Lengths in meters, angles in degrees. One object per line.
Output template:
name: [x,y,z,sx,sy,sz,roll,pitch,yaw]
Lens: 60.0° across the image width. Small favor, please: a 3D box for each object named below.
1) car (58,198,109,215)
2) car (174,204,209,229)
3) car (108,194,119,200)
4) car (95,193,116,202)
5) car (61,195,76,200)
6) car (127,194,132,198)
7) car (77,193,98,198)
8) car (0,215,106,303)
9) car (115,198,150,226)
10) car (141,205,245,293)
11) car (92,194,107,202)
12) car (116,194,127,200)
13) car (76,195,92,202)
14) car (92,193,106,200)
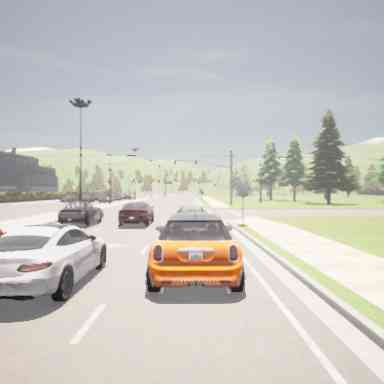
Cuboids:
car: [-7.198,1.416,21.848,2.128,1.511,4.902,0,0,-2]
car: [0.087,1.523,22.248,1.895,1.301,4.718,0,0,5]
car: [-19.829,1.229,84.265,1.812,1.442,4.674,0,0,0]
car: [-16.319,1.381,63.157,1.895,1.301,4.718,0,0,0]
car: [-23.318,1.306,63.121,1.812,1.442,4.674,0,0,0]
car: [-16.329,1.258,83.939,1.994,1.385,4.181,0,0,0]
car: [-19.818,1.345,62.880,1.994,1.385,4.181,0,0,0]
car: [-3.433,1.498,8.013,1.812,1.442,4.674,0,0,0]
car: [-3.667,1.399,22.506,1.882,1.535,5.008,0,0,-1]
car: [0.061,1.320,8.921,2.097,1.767,4.553,0,0,0]
car: [-19.823,1.228,71.808,1.882,1.535,5.008,0,0,0]
car: [-16.323,1.274,72.296,2.128,1.511,4.902,0,0,0]
car: [-23.323,1.303,71.818,1.994,1.385,4.181,0,0,0]
car: [-23.329,1.064,83.651,2.097,1.767,4.553,0,0,0]
